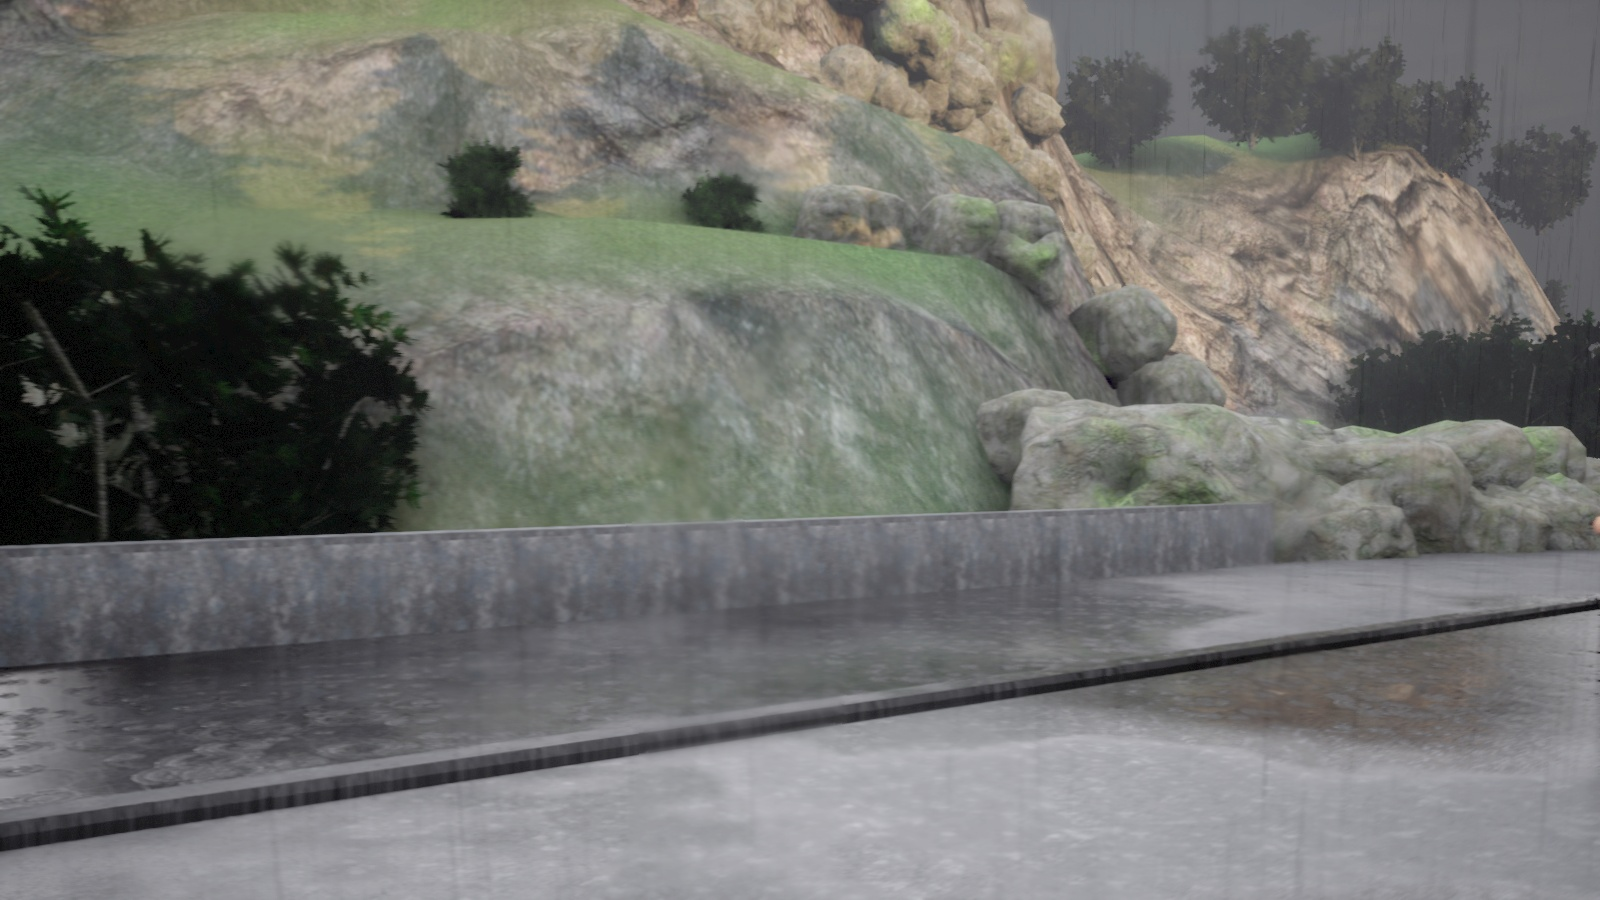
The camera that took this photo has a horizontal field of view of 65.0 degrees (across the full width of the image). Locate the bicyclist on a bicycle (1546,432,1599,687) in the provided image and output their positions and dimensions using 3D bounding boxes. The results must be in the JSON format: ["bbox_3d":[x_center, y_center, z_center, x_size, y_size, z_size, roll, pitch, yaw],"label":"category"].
[{"bbox_3d":[5.728,0.689,8.259,1.509,1.612,0.866,0,0,-35],"label":"bicyclist on a bicycle"}]
